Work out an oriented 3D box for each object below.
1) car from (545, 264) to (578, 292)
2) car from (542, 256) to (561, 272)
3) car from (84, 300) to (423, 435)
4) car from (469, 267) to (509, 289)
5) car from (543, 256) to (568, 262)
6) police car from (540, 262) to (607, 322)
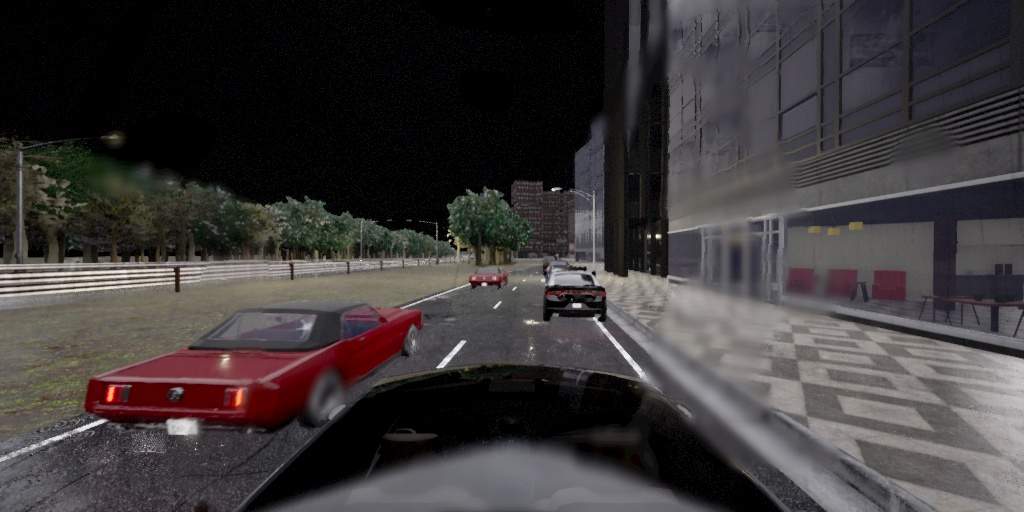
[{"bbox_3d":[3.010,1.274,22.239,1.812,1.442,4.674,0,0,6],"label":"car"},{"bbox_3d":[5.237,0.985,46.706,2.150,2.045,5.566,0,0,10],"label":"car"},{"bbox_3d":[-2.975,1.349,5.641,1.895,1.301,4.718,0,0,4],"label":"car"},{"bbox_3d":[-1.345,1.347,23.081,1.895,1.301,4.718,0,0,6],"label":"car"},{"bbox_3d":[3.690,1.102,28.096,2.097,1.767,4.553,0,0,7],"label":"car"},{"bbox_3d":[2.035,1.172,12.523,1.930,1.638,5.238,0,0,5],"label":"police car"}]
